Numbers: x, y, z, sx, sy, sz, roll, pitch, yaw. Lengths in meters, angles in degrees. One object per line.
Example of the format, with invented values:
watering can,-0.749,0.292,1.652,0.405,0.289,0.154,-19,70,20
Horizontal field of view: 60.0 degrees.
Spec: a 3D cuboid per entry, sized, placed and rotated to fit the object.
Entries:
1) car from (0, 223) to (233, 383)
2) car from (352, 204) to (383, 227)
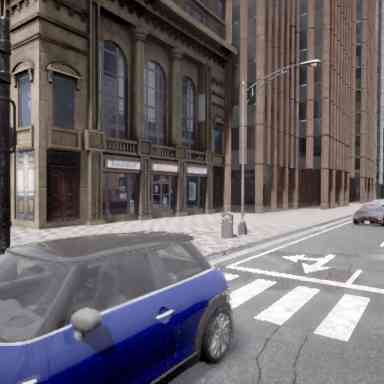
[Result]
car,-1.403,1.333,3.617,2.097,1.767,4.553,1,0,36
car,12.767,1.573,23.484,2.033,1.411,5.357,1,0,36
